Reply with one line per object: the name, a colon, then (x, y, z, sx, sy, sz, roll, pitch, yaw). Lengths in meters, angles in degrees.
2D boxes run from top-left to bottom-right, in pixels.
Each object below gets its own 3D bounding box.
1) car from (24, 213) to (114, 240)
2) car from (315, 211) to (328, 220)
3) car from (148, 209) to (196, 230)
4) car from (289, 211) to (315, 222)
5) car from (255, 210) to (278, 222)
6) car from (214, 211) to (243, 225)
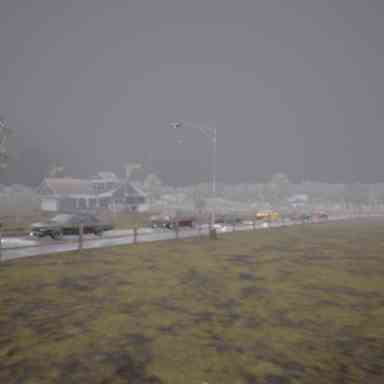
car: (-7.310, 2.027, 20.438, 2.033, 1.411, 5.357, 0, -2, 34)
car: (21.315, 3.849, 55.675, 1.882, 1.535, 5.008, 0, -2, 35)
car: (-1.650, 2.222, 28.466, 2.097, 1.767, 4.553, 0, -2, 35)
car: (15.378, 3.423, 47.329, 2.128, 1.511, 4.902, 0, -2, 35)
car: (9.872, 3.169, 44.604, 1.882, 1.535, 5.008, 0, -2, 36)
car: (3.876, 2.824, 36.239, 1.994, 1.385, 4.181, 0, -2, 35)
